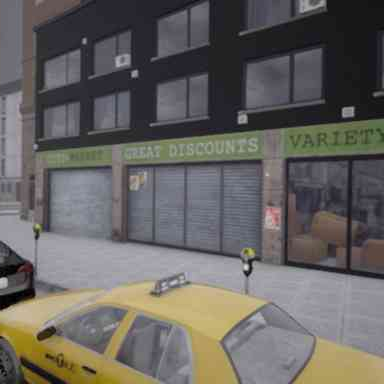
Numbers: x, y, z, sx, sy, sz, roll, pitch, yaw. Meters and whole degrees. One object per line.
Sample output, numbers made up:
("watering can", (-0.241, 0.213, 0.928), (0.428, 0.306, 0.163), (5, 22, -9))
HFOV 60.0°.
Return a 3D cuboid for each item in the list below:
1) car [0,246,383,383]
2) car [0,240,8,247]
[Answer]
("car", (-0.421, 1.509, 3.404), (4.829, 1.417, 1.752), (1, 1, 36))
("car", (-4.815, 1.509, 6.572), (4.313, 1.339, 1.947), (1, 1, 36))
